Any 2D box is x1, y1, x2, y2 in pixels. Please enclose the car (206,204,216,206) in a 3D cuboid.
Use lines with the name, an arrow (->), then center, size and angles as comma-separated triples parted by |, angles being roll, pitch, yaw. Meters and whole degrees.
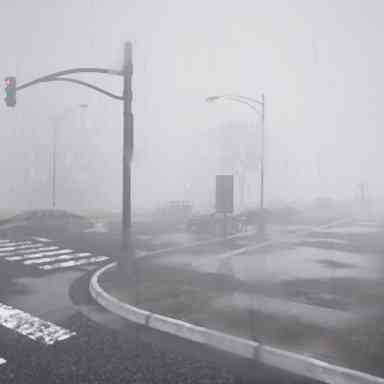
car -> 1.958, 1.711, 29.789 | 1.895, 1.301, 4.718 | 1, 0, 36

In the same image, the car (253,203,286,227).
car -> 4.682, 1.747, 23.506 | 1.947, 1.339, 4.313 | 1, 0, 36

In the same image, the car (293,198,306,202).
car -> 18.077, 1.745, 56.097 | 1.752, 1.417, 4.829 | 1, 0, 36

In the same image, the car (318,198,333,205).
car -> 28.041, 1.867, 69.652 | 1.947, 1.339, 4.313 | 1, 0, 36

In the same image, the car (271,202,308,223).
car -> 7.927, 1.788, 27.922 | 1.802, 1.307, 4.206 | 1, 0, 36

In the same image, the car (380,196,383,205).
car -> 41.372, 1.793, 73.635 | 2.192, 1.841, 5.009 | 1, 0, 36

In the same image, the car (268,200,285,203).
car -> 10.548, 1.705, 41.432 | 1.812, 1.442, 4.674 | 1, 0, 37

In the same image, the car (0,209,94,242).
car -> -7.718, 1.578, 17.063 | 2.033, 1.411, 5.357 | 1, 0, 41

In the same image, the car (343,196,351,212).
car -> 18.399, 1.730, 42.298 | 1.967, 1.590, 4.097 | 1, 0, 36

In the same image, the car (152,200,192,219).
car -> -1.650, 1.499, 29.475 | 1.967, 1.590, 4.097 | 1, 0, 36

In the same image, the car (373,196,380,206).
car -> 34.895, 1.950, 64.827 | 1.752, 1.417, 4.829 | 1, 0, 36

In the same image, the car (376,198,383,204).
car -> 44.657, 2.056, 78.109 | 2.008, 1.369, 4.403 | 1, 0, 36

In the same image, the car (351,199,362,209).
car -> 24.932, 1.783, 51.272 | 1.967, 1.590, 4.097 | 1, 0, 36

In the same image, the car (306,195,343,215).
car -> 15.139, 1.579, 37.805 | 2.192, 1.841, 5.009 | 1, 0, 36

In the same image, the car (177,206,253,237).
car -> 1.435, 1.706, 19.089 | 2.008, 1.369, 4.403 | 1, 0, 36

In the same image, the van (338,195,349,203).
van -> 37.906, 1.724, 83.070 | 1.690, 1.788, 3.998 | 1, 0, 36
